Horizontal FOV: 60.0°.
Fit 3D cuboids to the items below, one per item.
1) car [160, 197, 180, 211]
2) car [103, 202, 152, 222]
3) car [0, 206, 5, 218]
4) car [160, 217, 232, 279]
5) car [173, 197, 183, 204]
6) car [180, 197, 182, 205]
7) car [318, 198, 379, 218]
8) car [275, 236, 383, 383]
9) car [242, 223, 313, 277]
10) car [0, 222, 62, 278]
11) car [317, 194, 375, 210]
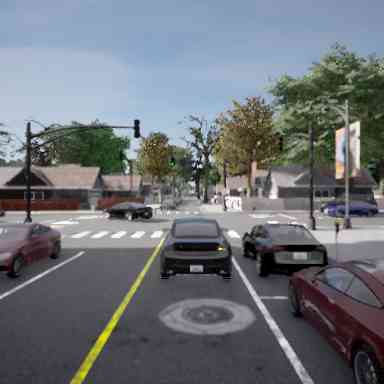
[{"bbox_3d":[-3.088,1.694,44.743,1.812,1.442,4.674,0,0,2],"label":"car"},{"bbox_3d":[-5.491,1.592,27.921,5.008,1.535,1.882,0,-1,41],"label":"car"},{"bbox_3d":[-18.014,1.412,26.492,5.566,2.045,2.150,0,0,0],"label":"car"},{"bbox_3d":[0.106,1.539,10.166,1.837,1.490,4.892,0,0,0],"label":"car"},{"bbox_3d":[-3.054,1.833,75.231,2.128,1.511,4.902,0,0,0],"label":"car"},{"bbox_3d":[-3.011,1.717,54.815,1.837,1.490,4.892,0,0,0],"label":"car"},{"bbox_3d":[14.269,1.531,29.911,4.674,1.442,1.812,0,0,-2],"label":"car"},{"bbox_3d":[2.639,1.598,4.674,1.802,1.307,4.206,0,0,0],"label":"car"},{"bbox_3d":[2.642,1.600,10.193,1.947,1.339,4.313,0,0,0],"label":"car"},{"bbox_3d":[-5.383,1.616,10.195,1.802,1.307,4.206,0,0,0],"label":"car"},{"bbox_3d":[15.474,1.231,33.159,5.566,2.045,2.150,0,0,0],"label":"car"}]
